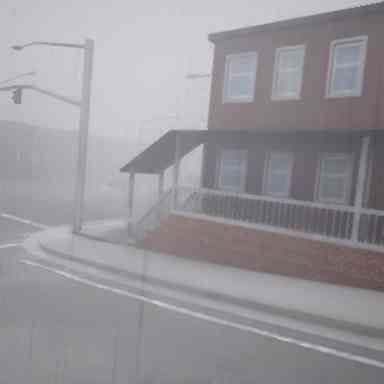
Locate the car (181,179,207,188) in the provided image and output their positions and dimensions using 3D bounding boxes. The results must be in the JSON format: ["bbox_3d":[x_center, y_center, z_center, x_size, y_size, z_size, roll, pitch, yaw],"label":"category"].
[{"bbox_3d":[0.381,-1.430,55.801,1.895,1.301,4.718,8,4,35],"label":"car"}]

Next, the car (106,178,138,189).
[{"bbox_3d":[-8.998,-1.134,42.960,1.994,1.385,4.181,8,4,36],"label":"car"}]

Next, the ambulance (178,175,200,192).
[{"bbox_3d":[0.496,-1.274,49.956,2.351,2.431,6.366,8,4,35],"label":"ambulance"}]
